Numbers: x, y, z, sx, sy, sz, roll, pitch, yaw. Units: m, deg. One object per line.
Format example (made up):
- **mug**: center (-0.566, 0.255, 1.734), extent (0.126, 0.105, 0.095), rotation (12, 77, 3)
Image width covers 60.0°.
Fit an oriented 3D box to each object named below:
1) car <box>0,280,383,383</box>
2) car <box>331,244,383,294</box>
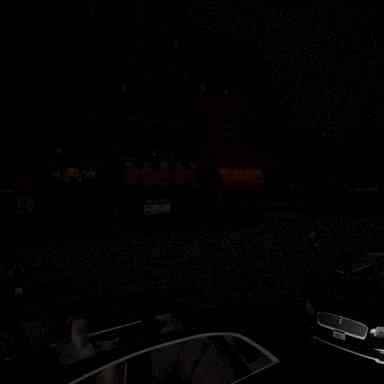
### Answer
- **car**: center (-0.827, 1.551, 2.246), extent (4.403, 1.369, 2.008), rotation (0, -2, -36)
- **car**: center (3.605, 1.548, 5.416), extent (4.403, 1.369, 2.008), rotation (0, -2, -36)
